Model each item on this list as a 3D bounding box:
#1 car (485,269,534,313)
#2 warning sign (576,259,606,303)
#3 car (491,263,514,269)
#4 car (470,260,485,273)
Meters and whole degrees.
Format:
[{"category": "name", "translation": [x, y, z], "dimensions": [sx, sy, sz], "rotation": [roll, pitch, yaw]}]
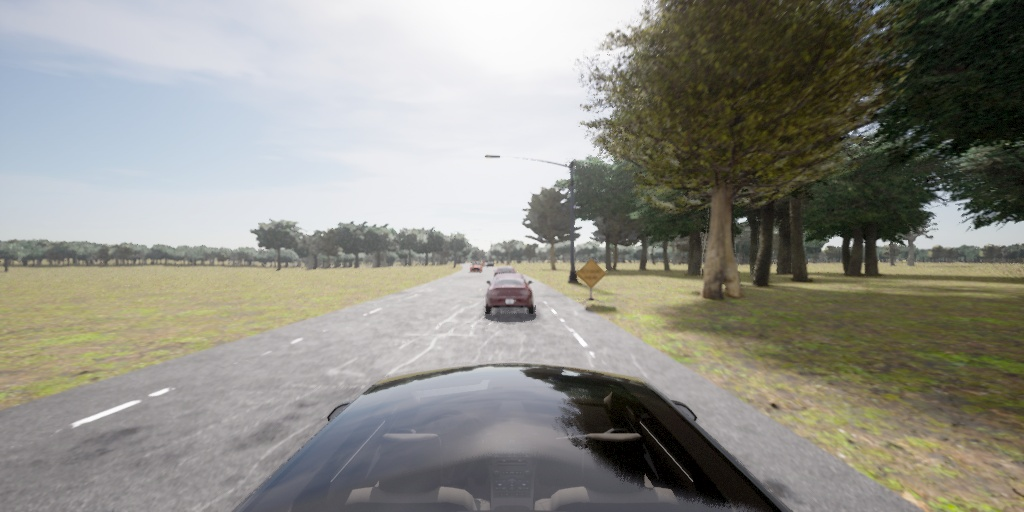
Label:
[{"category": "car", "translation": [-0.105, 1.443, 14.829], "dimensions": [1.812, 1.442, 4.674], "rotation": [0, 0, -1]}, {"category": "warning sign", "translation": [3.397, 1.039, 15.426], "dimensions": [1.300, 1.860, 1.060], "rotation": [0, 0, -1]}, {"category": "car", "translation": [-0.573, 1.594, 30.453], "dimensions": [1.882, 1.535, 5.008], "rotation": [0, 0, -2]}, {"category": "car", "translation": [-5.975, 1.848, 60.205], "dimensions": [2.097, 1.767, 4.553], "rotation": [0, -1, -4]}]
